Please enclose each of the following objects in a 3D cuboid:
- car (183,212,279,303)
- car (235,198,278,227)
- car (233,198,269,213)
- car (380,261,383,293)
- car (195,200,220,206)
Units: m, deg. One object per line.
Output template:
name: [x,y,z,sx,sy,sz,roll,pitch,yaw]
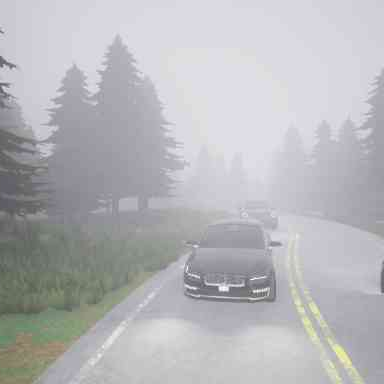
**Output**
car: [1.101,1.496,8.420,1.837,1.490,4.892,-1,0,13]
car: [3.929,1.268,20.545,2.097,1.767,4.553,-1,0,5]
car: [6.246,1.410,35.736,1.837,1.490,4.892,2,-1,-15]
car: [4.499,1.308,4.646,2.097,1.767,4.553,-1,0,8]
car: [1.973,1.798,44.866,1.812,1.442,4.674,3,-5,-35]
